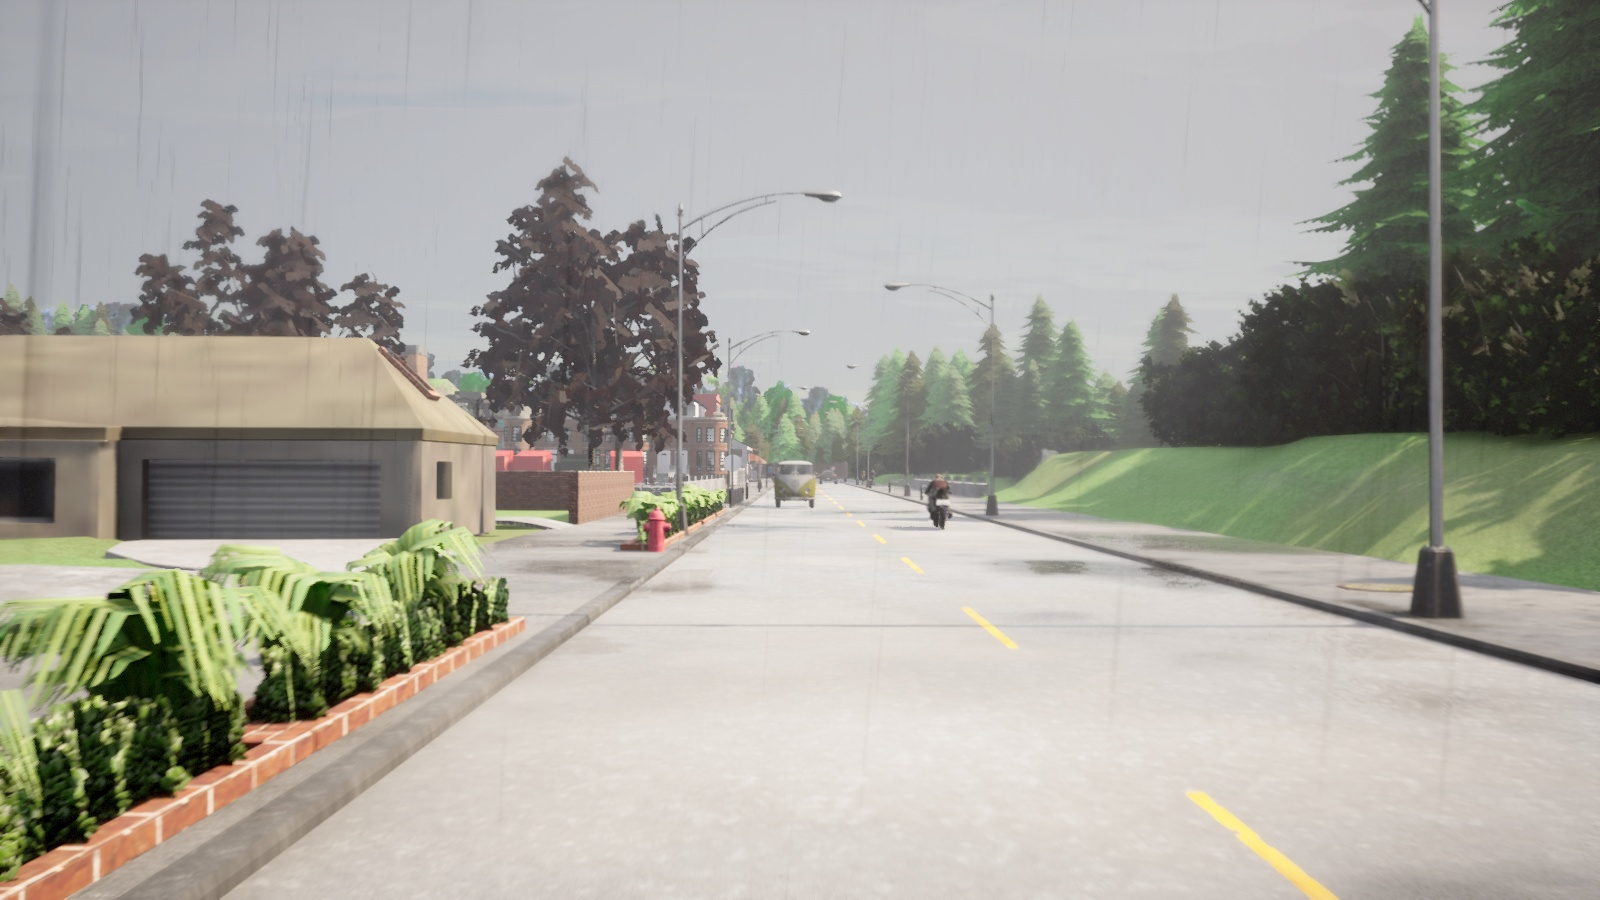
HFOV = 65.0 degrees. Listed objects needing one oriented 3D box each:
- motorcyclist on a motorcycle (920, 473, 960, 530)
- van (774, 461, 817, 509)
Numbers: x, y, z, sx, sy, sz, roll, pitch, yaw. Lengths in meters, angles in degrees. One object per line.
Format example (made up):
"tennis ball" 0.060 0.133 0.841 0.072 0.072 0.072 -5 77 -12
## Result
"motorcyclist on a motorcycle" 3.871 1.420 34.975 0.866 1.530 2.191 0 -1 0
"van" -0.189 1.474 54.008 1.775 1.987 4.442 0 -1 0
